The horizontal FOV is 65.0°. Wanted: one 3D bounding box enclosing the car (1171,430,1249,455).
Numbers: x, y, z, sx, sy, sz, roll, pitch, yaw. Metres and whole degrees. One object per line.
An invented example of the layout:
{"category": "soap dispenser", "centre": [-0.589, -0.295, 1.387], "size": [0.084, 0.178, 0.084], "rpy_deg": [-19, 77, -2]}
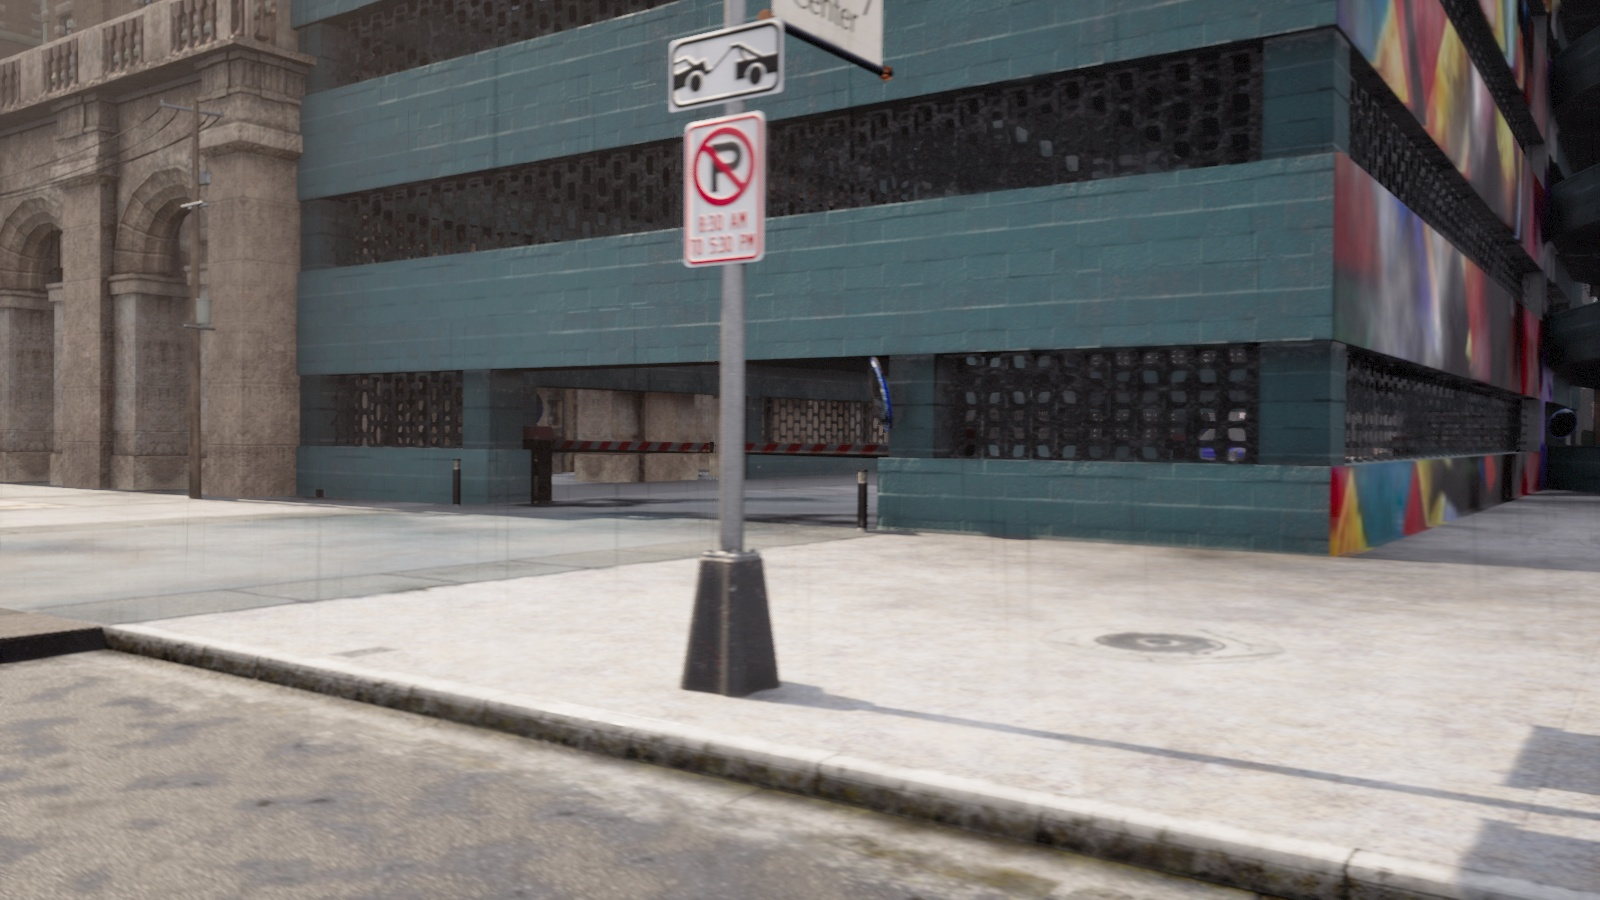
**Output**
{"category": "car", "centre": [25.052, -0.474, 76.807], "size": [4.193, 1.474, 1.816], "rpy_deg": [0, 1, 35]}
